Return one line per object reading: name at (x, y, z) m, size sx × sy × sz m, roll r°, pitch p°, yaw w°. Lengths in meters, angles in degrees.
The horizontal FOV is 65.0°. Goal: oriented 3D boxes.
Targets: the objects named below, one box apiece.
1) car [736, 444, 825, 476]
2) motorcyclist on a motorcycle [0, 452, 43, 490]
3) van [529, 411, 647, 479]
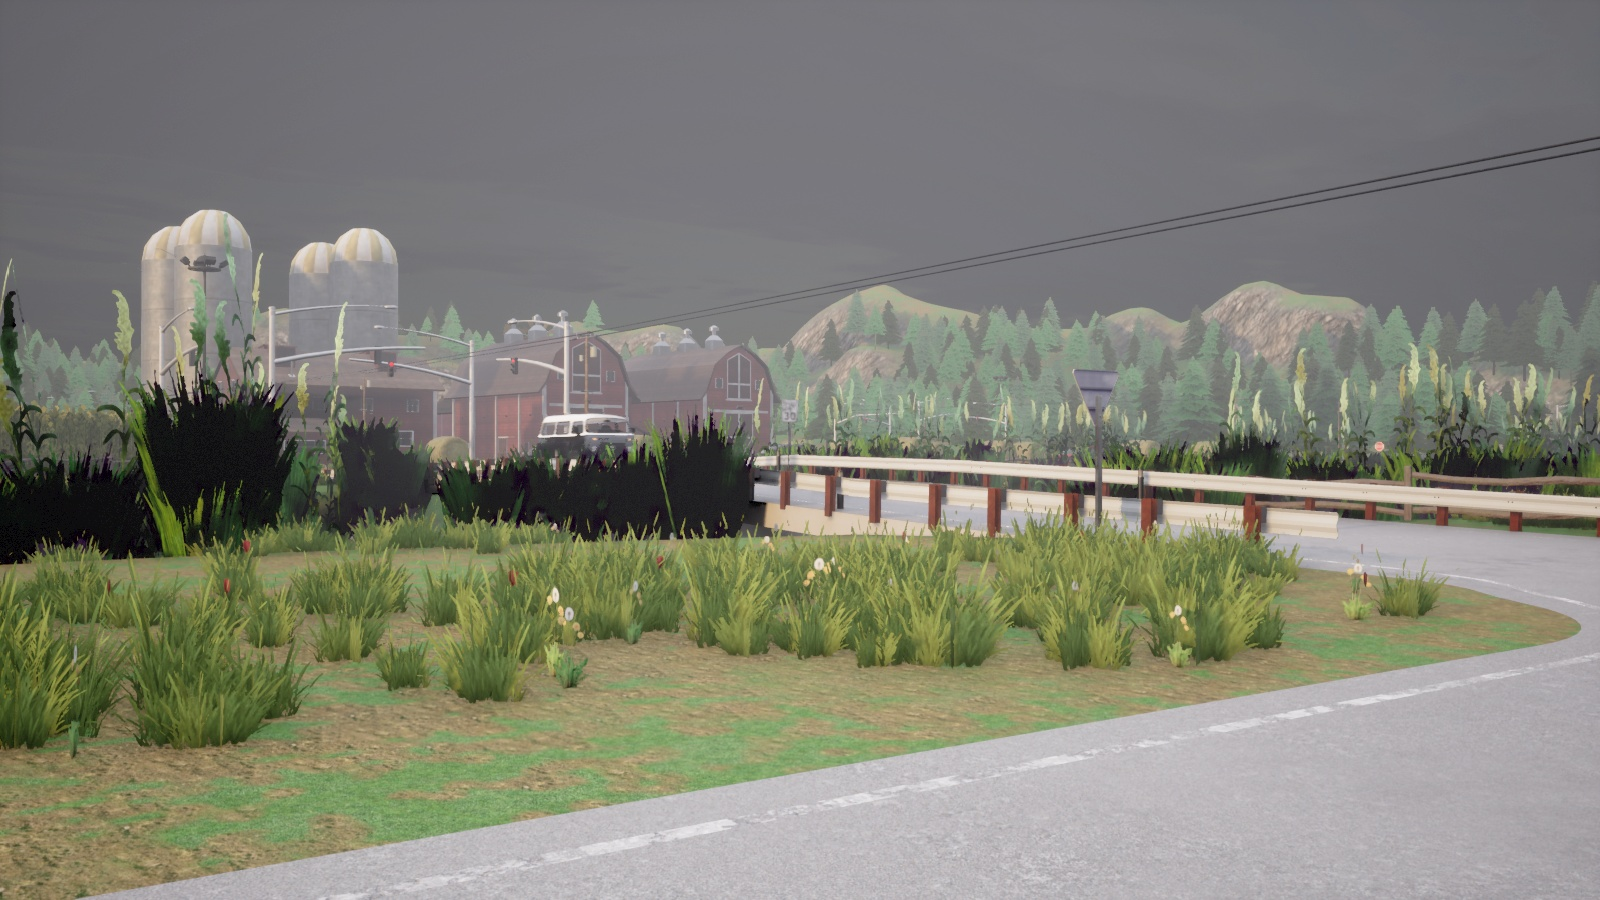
car at (-1.209, 0.629, 80.770) m, size 5.566 × 2.045 × 2.150 m, roll 0°, pitch 0°, yaw -38°
motorcyclist on a motorcycle at (-34.404, 0.902, 54.729) m, size 2.350 × 1.649 × 0.766 m, roll 0°, pitch 0°, yaw -41°
van at (-6.872, -0.119, 40.287) m, size 2.069 × 2.038 × 4.480 m, roll 0°, pitch -1°, yaw -34°
